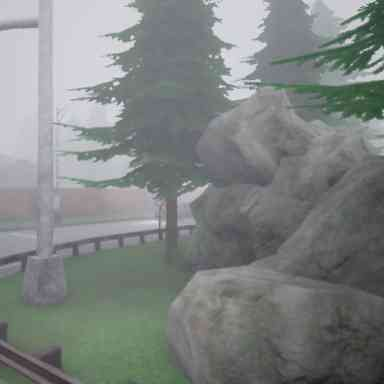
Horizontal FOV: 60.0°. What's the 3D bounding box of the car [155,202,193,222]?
[{"bbox_3d":[-0.934,1.446,25.572,1.994,1.385,4.181,0,0,36],"label":"car"}]
